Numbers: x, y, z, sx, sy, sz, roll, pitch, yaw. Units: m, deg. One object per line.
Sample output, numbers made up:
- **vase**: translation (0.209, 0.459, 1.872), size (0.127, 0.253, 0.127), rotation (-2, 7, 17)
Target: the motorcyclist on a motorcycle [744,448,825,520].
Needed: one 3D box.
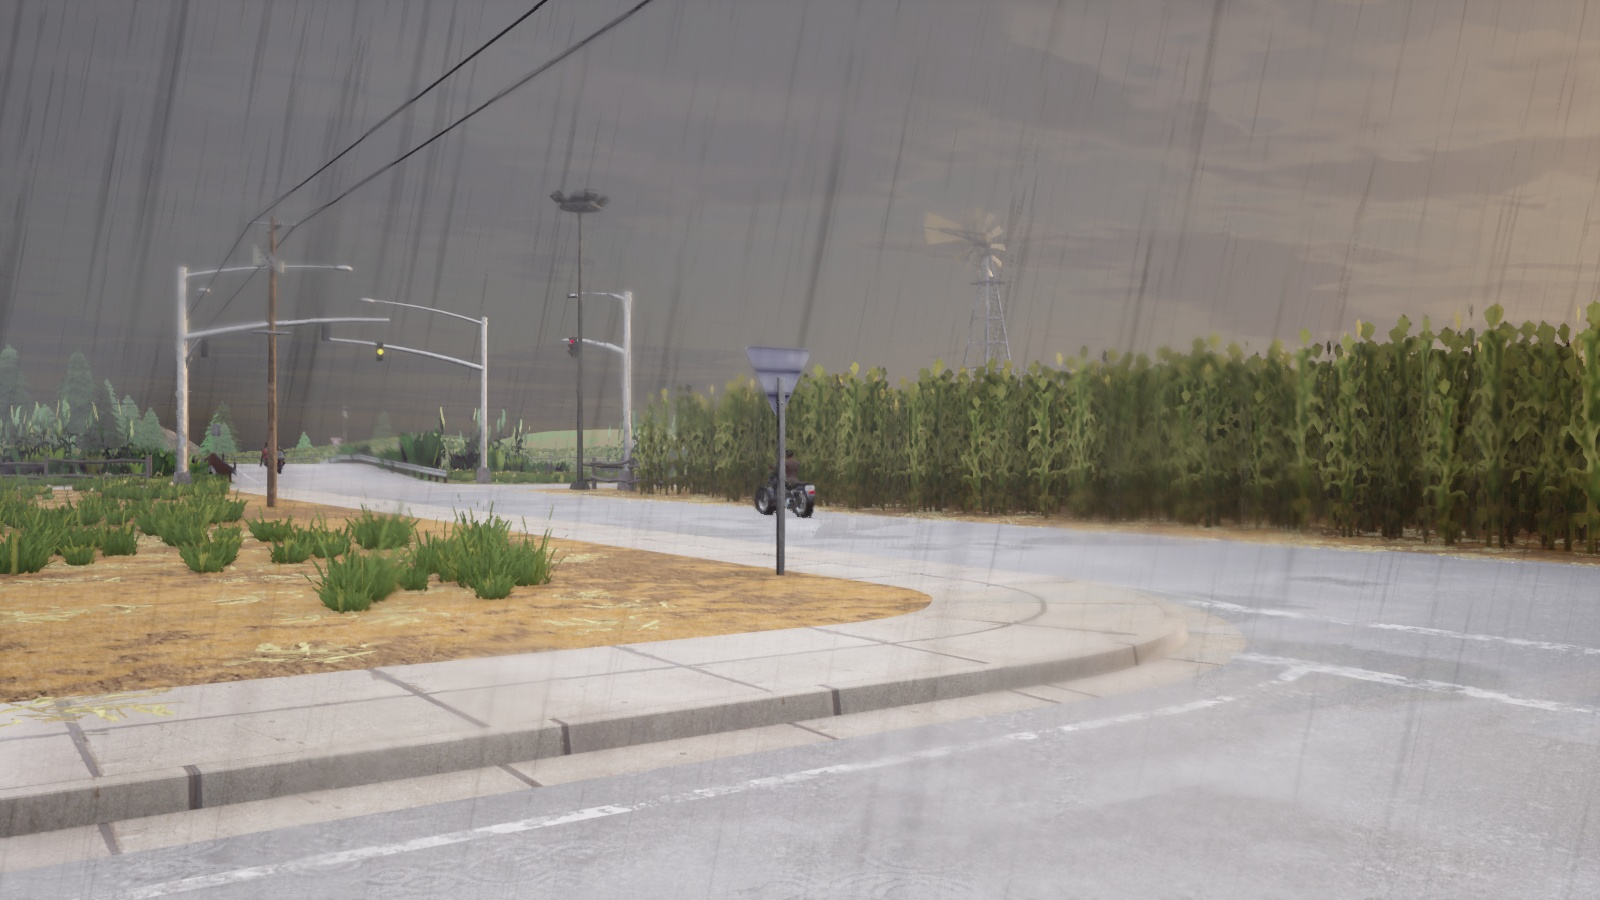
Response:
- **motorcyclist on a motorcycle**: translation (-0.393, 0.796, 29.976), size (0.766, 1.649, 2.350), rotation (0, 0, -34)

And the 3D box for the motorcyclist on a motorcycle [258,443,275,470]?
- **motorcyclist on a motorcycle**: translation (-31.882, 0.371, 75.027), size (0.797, 1.523, 2.044), rotation (0, 1, -27)

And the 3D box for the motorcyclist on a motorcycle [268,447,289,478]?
- **motorcyclist on a motorcycle**: translation (-28.523, 0.664, 68.635), size (0.866, 1.530, 2.191), rotation (0, 3, -28)
